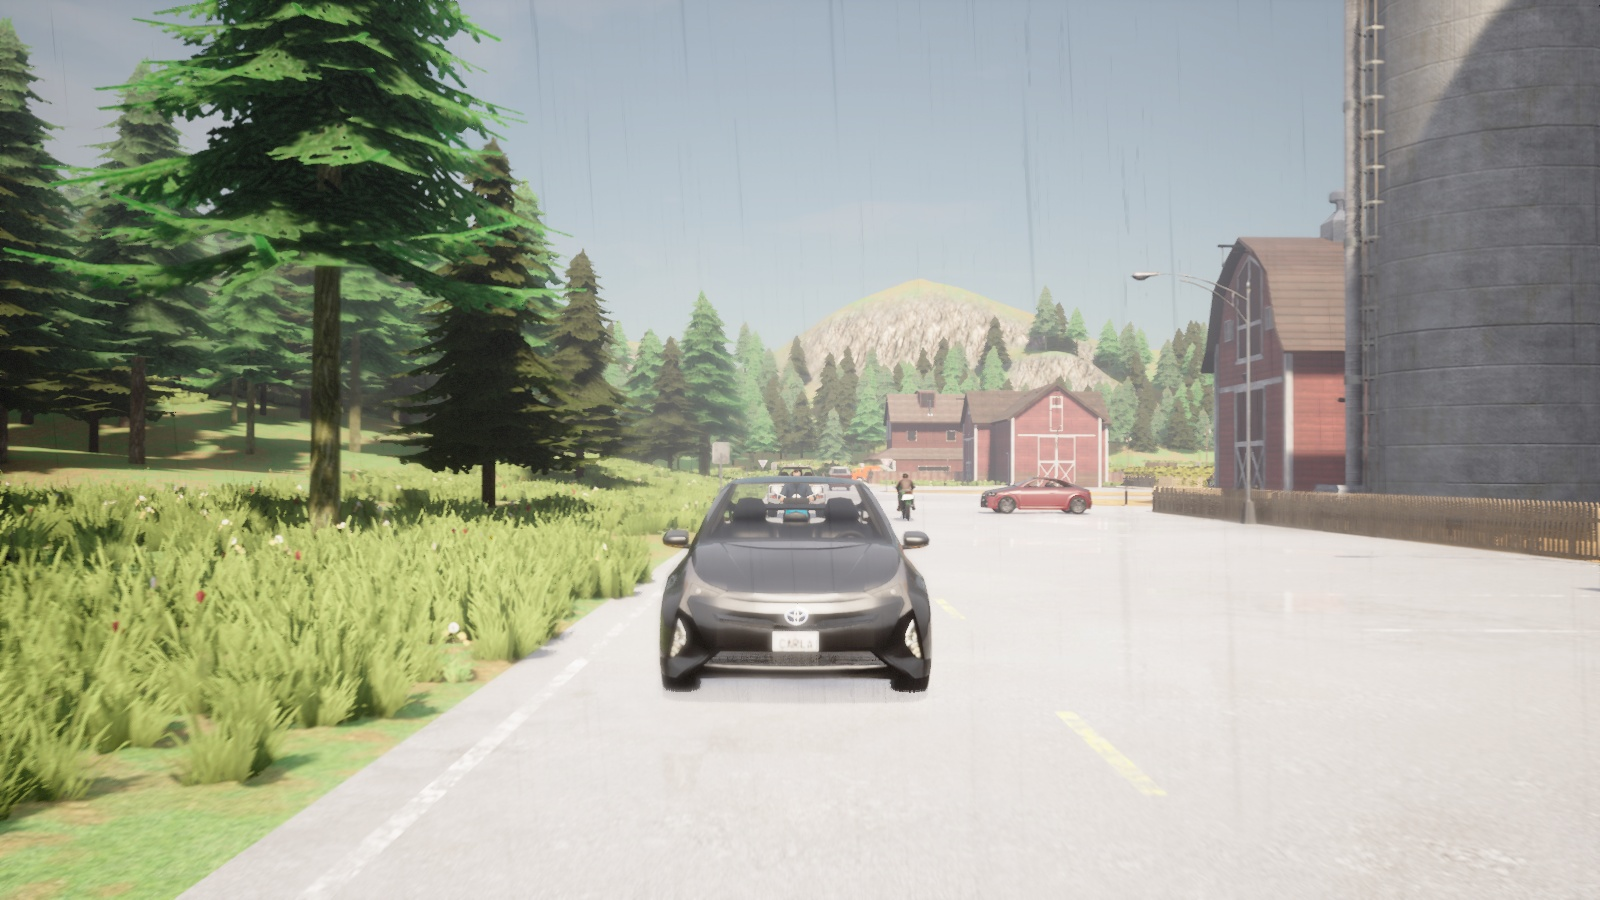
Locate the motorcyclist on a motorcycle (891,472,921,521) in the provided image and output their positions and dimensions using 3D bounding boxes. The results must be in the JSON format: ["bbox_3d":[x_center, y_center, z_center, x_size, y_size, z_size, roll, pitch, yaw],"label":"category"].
[{"bbox_3d":[3.401,1.473,40.431,0.797,1.523,2.044,0,-1,0],"label":"motorcyclist on a motorcycle"}]

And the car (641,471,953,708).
[{"bbox_3d":[-0.025,0.939,10.375,2.007,1.525,4.514,0,-1,0],"label":"car"}]

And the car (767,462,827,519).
[{"bbox_3d":[-0.106,1.369,43.202,1.932,1.855,4.605,0,-1,0],"label":"car"}]
